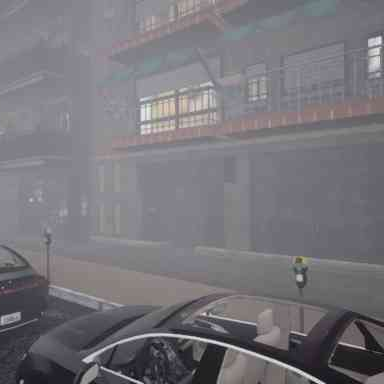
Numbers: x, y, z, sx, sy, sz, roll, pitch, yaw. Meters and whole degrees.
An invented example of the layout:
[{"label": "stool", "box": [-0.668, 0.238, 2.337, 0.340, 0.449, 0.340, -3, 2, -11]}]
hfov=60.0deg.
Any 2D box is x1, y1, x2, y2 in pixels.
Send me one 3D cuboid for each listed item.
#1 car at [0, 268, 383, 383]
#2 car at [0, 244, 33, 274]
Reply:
[{"label": "car", "box": [0.290, 1.551, 2.679, 4.403, 1.369, 2.008, 0, -1, 35]}, {"label": "car", "box": [-4.328, 1.552, 5.971, 4.403, 1.369, 2.008, 0, -1, 35]}]
